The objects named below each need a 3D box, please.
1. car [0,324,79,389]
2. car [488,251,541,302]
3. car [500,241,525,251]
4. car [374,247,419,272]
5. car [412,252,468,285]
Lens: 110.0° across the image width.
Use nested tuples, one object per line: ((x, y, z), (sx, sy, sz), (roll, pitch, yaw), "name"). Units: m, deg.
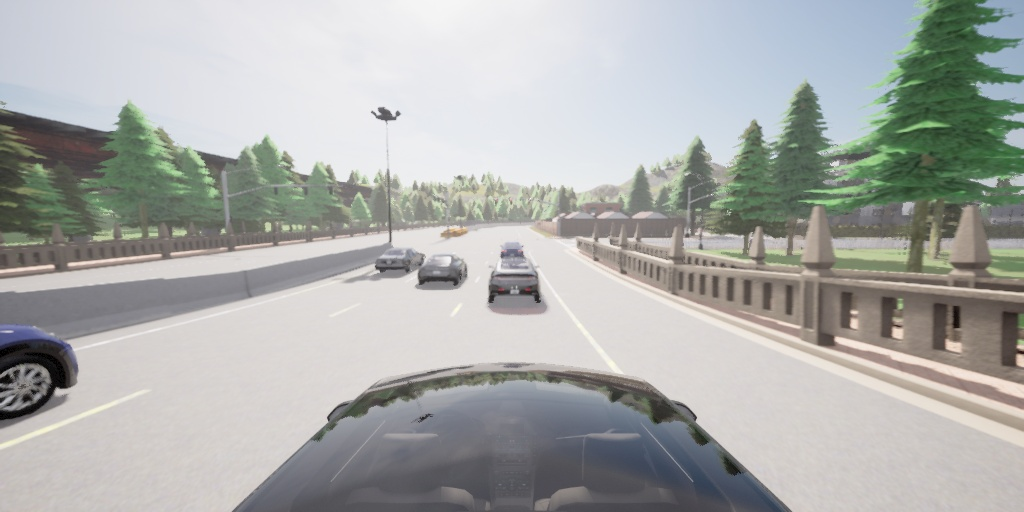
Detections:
((-6.900, 1.082, 2.891), (2.097, 1.767, 4.553), (0, 1, 0), "car")
((0.082, 0.794, 13.998), (2.128, 1.511, 4.902), (0, 4, 0), "car")
((0.013, -0.434, 28.096), (1.812, 1.442, 4.674), (0, 6, 0), "car")
((-6.956, 0.141, 22.734), (2.033, 1.411, 5.357), (0, 6, 0), "car")
((-3.437, 0.557, 18.343), (1.994, 1.385, 4.181), (0, 5, 0), "car")
